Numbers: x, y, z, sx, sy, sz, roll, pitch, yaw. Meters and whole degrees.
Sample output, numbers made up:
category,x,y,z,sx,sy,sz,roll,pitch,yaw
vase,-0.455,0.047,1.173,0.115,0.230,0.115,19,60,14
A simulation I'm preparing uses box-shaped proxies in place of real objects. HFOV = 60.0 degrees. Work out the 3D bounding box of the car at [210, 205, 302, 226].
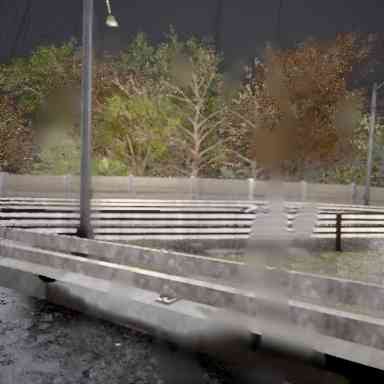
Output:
category,x,y,z,sx,sy,sz,roll,pitch,yaw
car,3.242,1.388,16.938,4.674,1.442,1.812,0,1,-11
